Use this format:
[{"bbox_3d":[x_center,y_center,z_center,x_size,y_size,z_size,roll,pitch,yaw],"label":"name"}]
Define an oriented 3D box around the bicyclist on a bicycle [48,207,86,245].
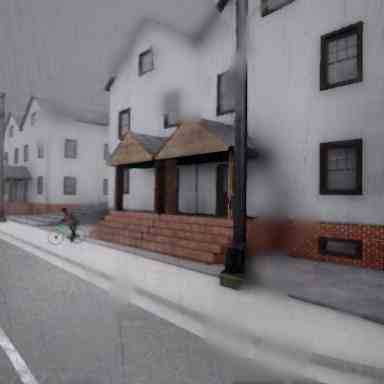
[{"bbox_3d":[-5.471,1.498,14.639,1.656,1.620,0.582,1,-1,-40],"label":"bicyclist on a bicycle"}]
